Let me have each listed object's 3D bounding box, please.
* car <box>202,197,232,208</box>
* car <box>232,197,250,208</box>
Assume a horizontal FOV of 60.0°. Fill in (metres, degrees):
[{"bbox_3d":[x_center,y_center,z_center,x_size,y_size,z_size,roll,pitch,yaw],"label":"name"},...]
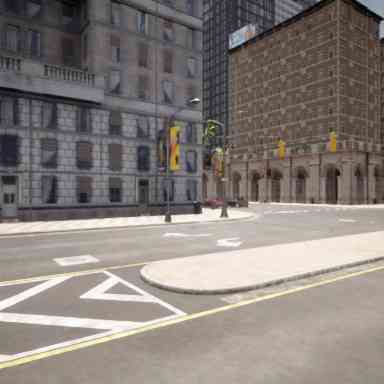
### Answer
[{"bbox_3d":[3.039,1.525,46.977,1.812,1.442,4.674,0,0,-35],"label":"car"},{"bbox_3d":[6.246,1.504,48.494,1.837,1.490,4.892,0,0,-35],"label":"car"}]
